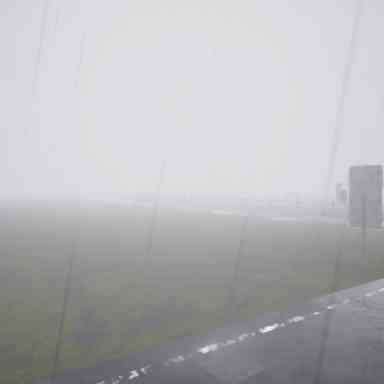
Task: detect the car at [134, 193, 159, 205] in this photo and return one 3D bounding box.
[{"bbox_3d":[-6.361,0.941,46.404,1.882,1.535,5.008,1,0,-35],"label":"car"}]
